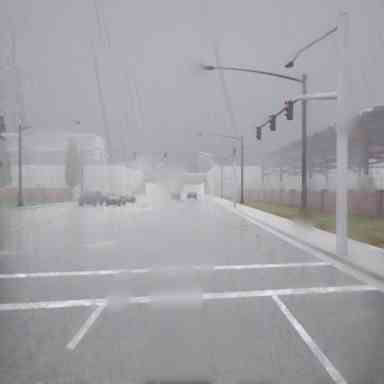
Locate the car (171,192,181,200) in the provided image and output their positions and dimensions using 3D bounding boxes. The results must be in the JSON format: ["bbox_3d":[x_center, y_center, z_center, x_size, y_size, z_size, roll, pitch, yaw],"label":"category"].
[{"bbox_3d":[-3.484,0.833,71.668,2.128,1.511,4.902,0,1,0],"label":"car"}]

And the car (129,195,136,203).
[{"bbox_3d":[-10.530,1.145,55.255,1.994,1.385,4.181,0,1,0],"label":"car"}]

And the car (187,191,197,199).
[{"bbox_3d":[0.016,0.661,71.635,2.097,1.767,4.553,0,1,0],"label":"car"}]

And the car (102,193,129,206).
[{"bbox_3d":[-10.522,1.147,46.262,1.882,1.535,5.008,0,1,1],"label":"car"}]

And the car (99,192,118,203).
[{"bbox_3d":[-14.017,0.928,55.931,2.097,1.767,4.553,0,1,0],"label":"car"}]

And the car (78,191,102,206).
[{"bbox_3d":[-14.012,0.890,46.479,2.150,2.045,5.566,0,0,0],"label":"car"}]
